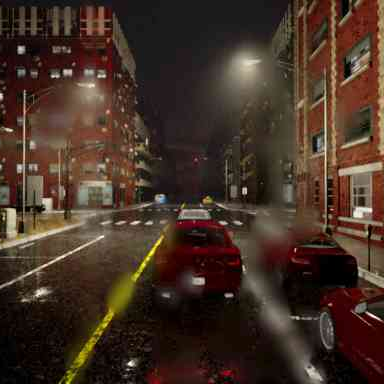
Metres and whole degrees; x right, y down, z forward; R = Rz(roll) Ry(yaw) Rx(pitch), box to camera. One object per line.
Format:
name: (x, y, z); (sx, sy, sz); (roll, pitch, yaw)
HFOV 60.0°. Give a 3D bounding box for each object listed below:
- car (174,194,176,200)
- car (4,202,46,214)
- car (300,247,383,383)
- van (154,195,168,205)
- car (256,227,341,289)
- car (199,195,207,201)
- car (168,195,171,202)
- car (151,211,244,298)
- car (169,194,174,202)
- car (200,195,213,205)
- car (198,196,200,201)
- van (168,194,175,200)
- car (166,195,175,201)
car: (-5.611, 1.545, 80.607); (1.752, 1.417, 4.829); (1, 0, 0)
car: (-18.680, 1.726, 37.269); (4.313, 1.339, 1.947); (0, -1, 0)
car: (2.670, 1.583, 3.213); (1.802, 1.307, 4.206); (1, 0, 0)
van: (-5.627, 1.353, 58.168); (1.690, 1.788, 3.998); (1, 0, 0)
car: (2.845, 1.584, 8.868); (1.802, 1.307, 4.206); (1, 0, 0)
car: (2.773, 1.588, 86.383); (1.947, 1.339, 4.313); (1, 0, 0)
car: (-5.626, 1.596, 63.820); (1.802, 1.307, 4.206); (1, 0, 0)
car: (0.105, 1.479, 8.549); (1.882, 1.535, 5.008); (0, 0, 0)
car: (-5.617, 1.600, 75.125); (1.802, 1.307, 4.206); (1, 0, 0)
car: (2.750, 1.538, 58.292); (1.752, 1.417, 4.829); (1, 0, 0)
car: (2.769, 1.565, 80.732); (1.887, 1.381, 4.507); (1, 0, 0)
van: (-5.599, 1.366, 92.082); (1.690, 1.788, 3.998); (1, 0, 0)
car: (-5.606, 1.573, 86.429); (2.008, 1.369, 4.403); (1, 0, 0)
